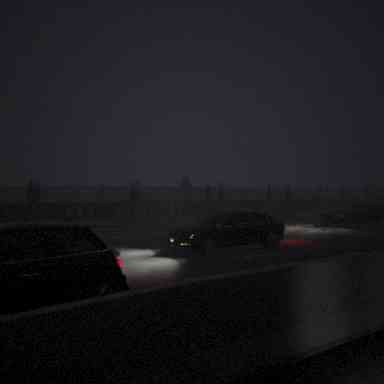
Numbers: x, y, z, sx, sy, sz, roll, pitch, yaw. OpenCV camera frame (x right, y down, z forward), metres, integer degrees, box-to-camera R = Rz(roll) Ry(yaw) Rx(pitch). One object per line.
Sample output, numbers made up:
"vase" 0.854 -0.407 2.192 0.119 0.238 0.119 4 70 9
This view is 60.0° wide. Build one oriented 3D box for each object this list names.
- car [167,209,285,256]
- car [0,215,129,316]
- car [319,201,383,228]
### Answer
"car" 1.404 1.441 12.841 4.892 1.490 1.837 0 0 -30
"car" -3.476 1.333 5.611 4.553 1.767 2.097 0 0 -34
"car" 10.495 1.353 21.365 5.008 1.535 1.882 0 0 -24
